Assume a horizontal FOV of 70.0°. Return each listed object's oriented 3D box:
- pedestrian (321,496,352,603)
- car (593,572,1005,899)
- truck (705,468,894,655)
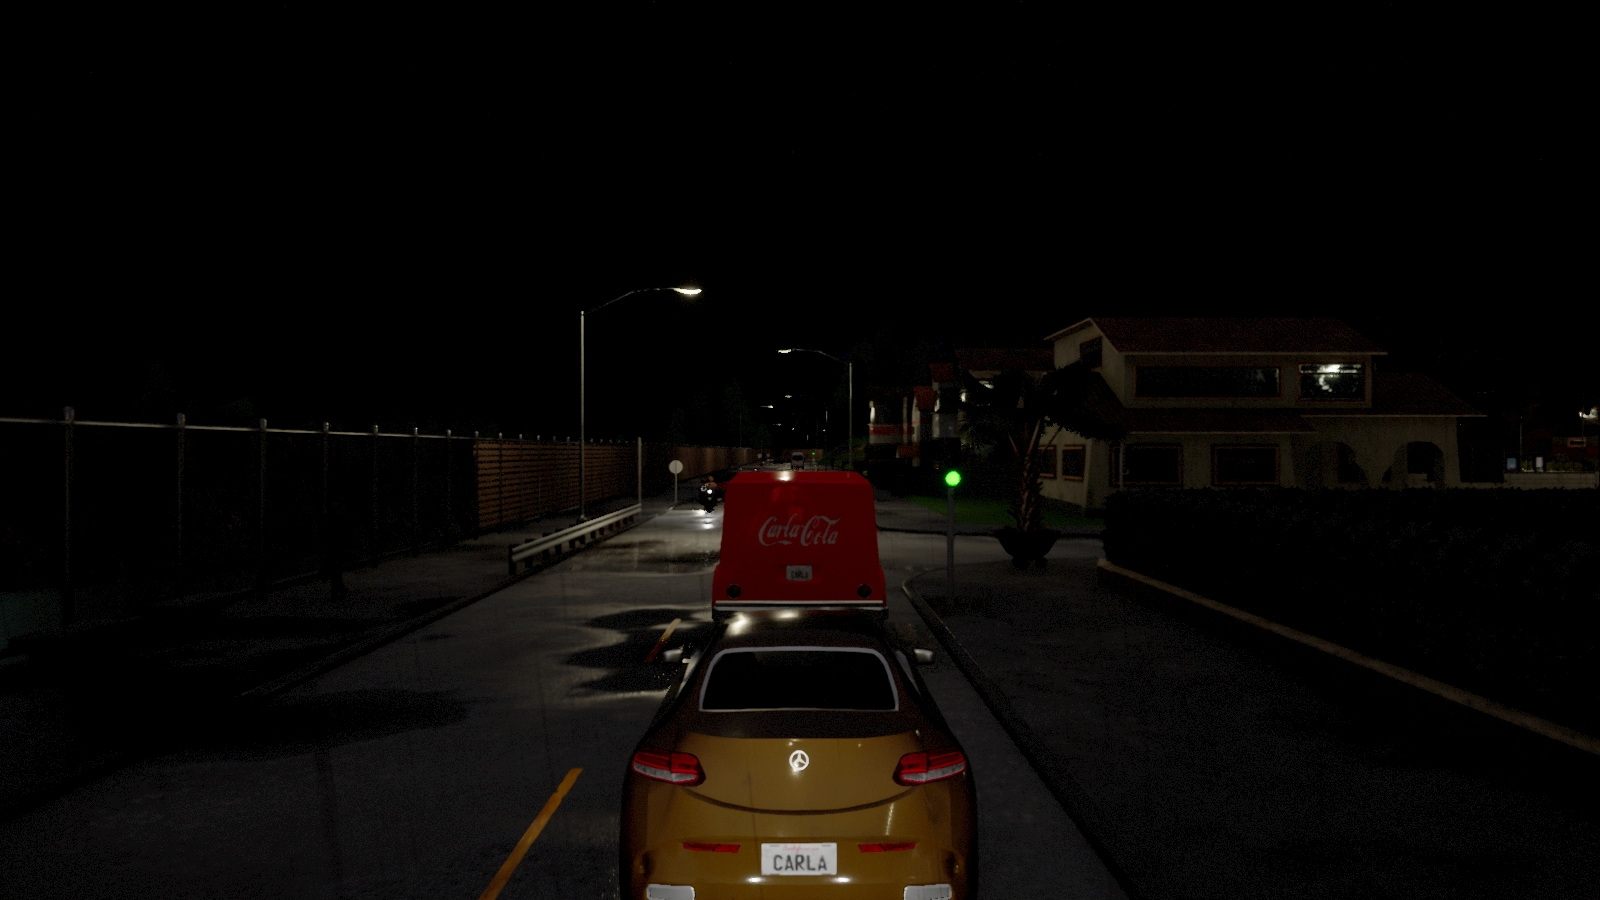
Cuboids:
[{"bbox_3d":[-8.245,1.760,20.331,0.375,1.860,0.375,0,0,12],"label":"pedestrian"},{"bbox_3d":[-0.010,1.999,8.489,2.152,1.651,5.027,0,0,0],"label":"car"},{"bbox_3d":[-0.023,1.590,18.503,2.627,2.467,5.204,0,1,0],"label":"truck"}]
